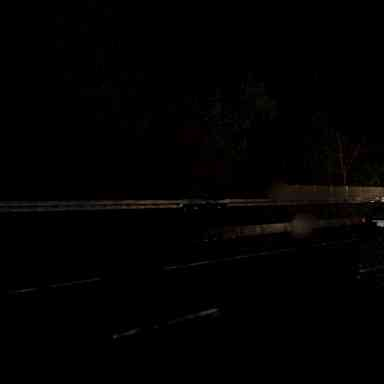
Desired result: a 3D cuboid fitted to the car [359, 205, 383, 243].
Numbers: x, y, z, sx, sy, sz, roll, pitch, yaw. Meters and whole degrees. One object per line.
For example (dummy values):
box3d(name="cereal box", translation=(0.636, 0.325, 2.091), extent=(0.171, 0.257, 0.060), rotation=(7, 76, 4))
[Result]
box3d(name="car", translation=(9.537, 1.362, 14.973), extent=(4.553, 1.767, 2.097), rotation=(0, 0, -35))

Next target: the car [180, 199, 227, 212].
box3d(name="car", translation=(1.139, 1.414, 34.013), extent=(4.718, 1.301, 1.895), rotation=(0, 0, -33))
